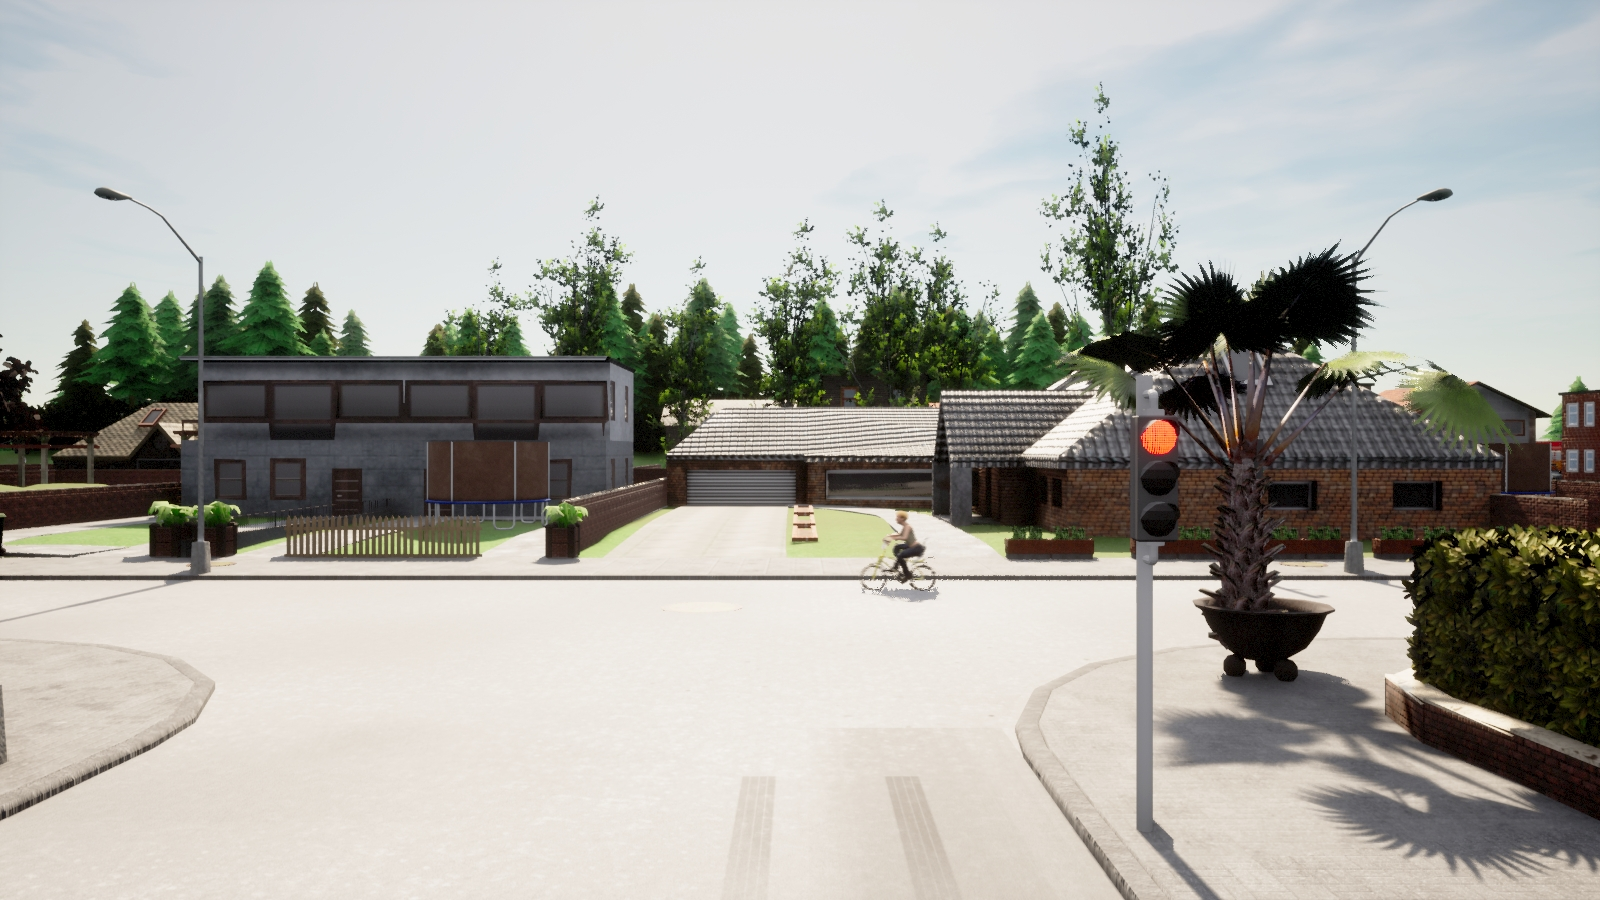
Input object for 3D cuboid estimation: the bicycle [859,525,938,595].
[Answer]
[{"bbox_3d":[1.925,2.149,22.444,1.487,1.276,0.859,0,0,0],"label":"bicycle"}]
